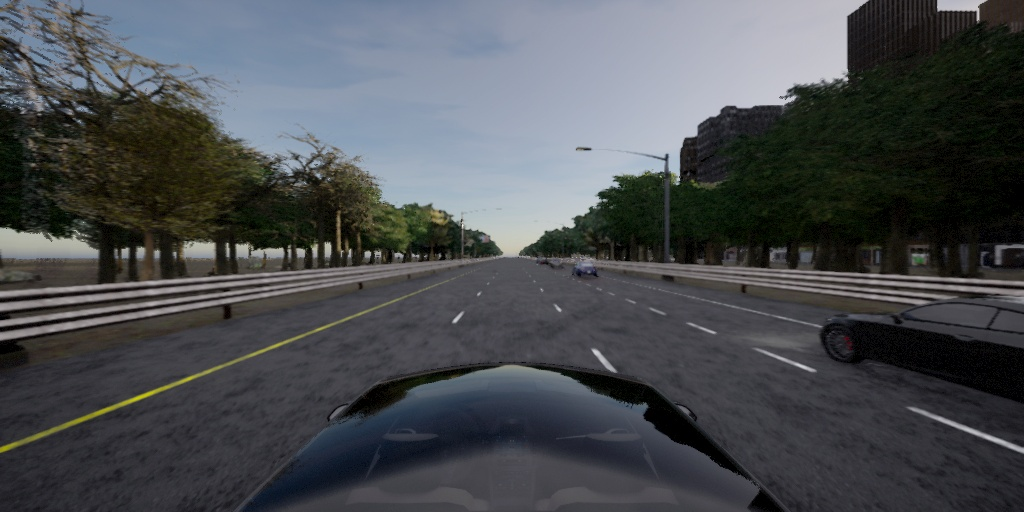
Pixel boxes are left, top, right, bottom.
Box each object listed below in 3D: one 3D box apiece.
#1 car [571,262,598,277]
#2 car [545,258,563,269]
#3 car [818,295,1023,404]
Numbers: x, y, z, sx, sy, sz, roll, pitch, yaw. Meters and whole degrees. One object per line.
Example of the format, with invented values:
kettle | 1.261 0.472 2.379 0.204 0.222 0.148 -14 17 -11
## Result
car | 7.040 1.287 35.040 1.812 1.442 4.674 0 0 0
car | 7.083 1.259 58.074 2.128 1.511 4.902 0 0 0
car | 7.001 1.280 5.141 1.812 1.442 4.674 0 0 0
